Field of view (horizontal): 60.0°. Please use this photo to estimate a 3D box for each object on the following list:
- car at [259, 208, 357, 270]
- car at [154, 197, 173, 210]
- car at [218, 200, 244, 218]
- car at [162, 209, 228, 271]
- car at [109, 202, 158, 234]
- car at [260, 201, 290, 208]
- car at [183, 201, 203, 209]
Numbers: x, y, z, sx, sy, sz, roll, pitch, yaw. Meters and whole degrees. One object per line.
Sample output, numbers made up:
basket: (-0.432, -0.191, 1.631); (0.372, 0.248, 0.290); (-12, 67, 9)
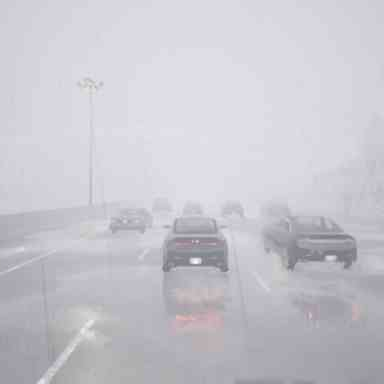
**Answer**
car: (3.596, 1.499, 11.034); (2.128, 1.511, 4.902); (0, 0, 0)
car: (-3.415, 1.377, 38.874); (2.097, 1.767, 4.553); (0, 0, 0)
car: (3.587, 1.525, 30.651); (1.837, 1.490, 4.892); (0, 0, 0)
car: (0.096, 1.512, 10.905); (1.837, 1.490, 4.892); (0, 0, 0)
car: (-3.408, 1.560, 19.400); (2.033, 1.411, 5.357); (0, 0, 0)
car: (7.089, 1.524, 28.617); (1.837, 1.490, 4.892); (0, 0, 0)
car: (0.088, 1.547, 31.921); (1.812, 1.442, 4.674); (0, 0, 0)
